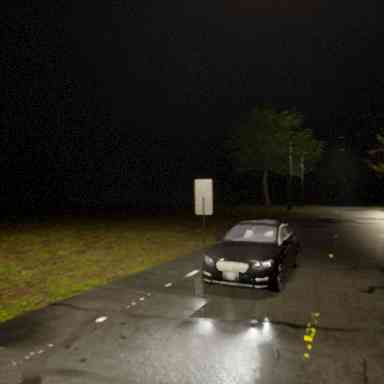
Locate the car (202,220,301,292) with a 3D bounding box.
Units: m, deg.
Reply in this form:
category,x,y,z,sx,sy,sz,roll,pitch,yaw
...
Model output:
category,x,y,z,sx,sy,sz,roll,pitch,yaw
car,1.890,1.595,9.463,2.128,1.511,4.902,0,-1,25
